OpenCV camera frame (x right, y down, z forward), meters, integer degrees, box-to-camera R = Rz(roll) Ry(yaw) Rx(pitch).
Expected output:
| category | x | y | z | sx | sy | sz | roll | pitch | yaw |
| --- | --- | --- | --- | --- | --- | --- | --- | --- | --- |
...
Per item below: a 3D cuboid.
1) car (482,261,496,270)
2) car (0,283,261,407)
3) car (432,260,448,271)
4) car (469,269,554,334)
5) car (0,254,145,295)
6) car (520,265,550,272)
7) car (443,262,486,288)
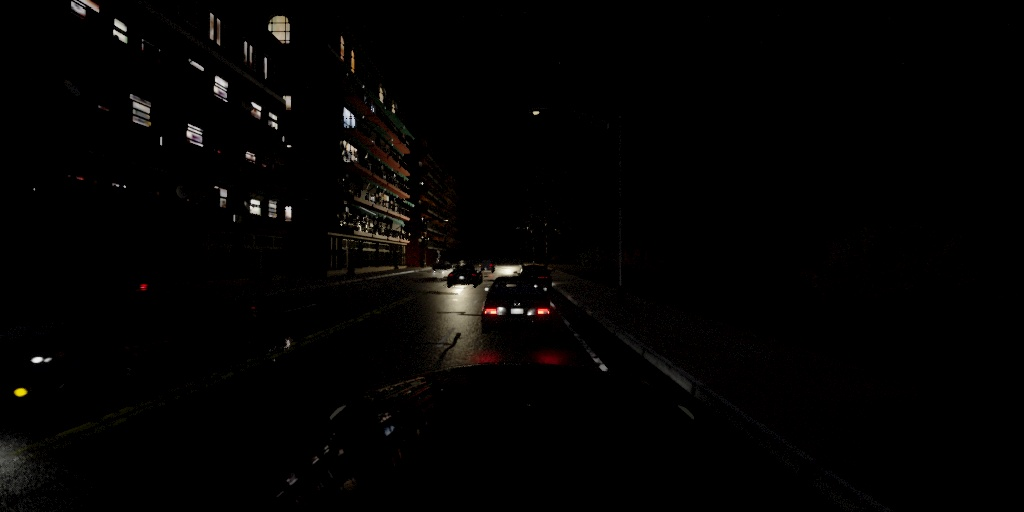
| category | x | y | z | sx | sy | sz | roll | pitch | yaw |
| --- | --- | --- | --- | --- | --- | --- | --- | --- | --- |
| car | -3.070 | 1.278 | 44.452 | 1.812 | 1.442 | 4.674 | 0 | -1 | 1 |
| car | -6.592 | 1.314 | 6.266 | 1.994 | 1.385 | 4.181 | 0 | 0 | 0 |
| car | -9.758 | 1.298 | 49.944 | 2.033 | 1.411 | 5.357 | 0 | 0 | 0 |
| car | 0.117 | 1.299 | 10.626 | 2.033 | 1.411 | 5.357 | 0 | 0 | 0 |
| car | -9.844 | 0.972 | 6.338 | 2.150 | 2.045 | 5.566 | 0 | 0 | 0 |
| car | 1.172 | 1.257 | 20.314 | 1.837 | 1.490 | 4.892 | 0 | 0 | 0 |
| car | -3.109 | 1.316 | 24.142 | 1.994 | 1.385 | 4.181 | 0 | 0 | 0 |
